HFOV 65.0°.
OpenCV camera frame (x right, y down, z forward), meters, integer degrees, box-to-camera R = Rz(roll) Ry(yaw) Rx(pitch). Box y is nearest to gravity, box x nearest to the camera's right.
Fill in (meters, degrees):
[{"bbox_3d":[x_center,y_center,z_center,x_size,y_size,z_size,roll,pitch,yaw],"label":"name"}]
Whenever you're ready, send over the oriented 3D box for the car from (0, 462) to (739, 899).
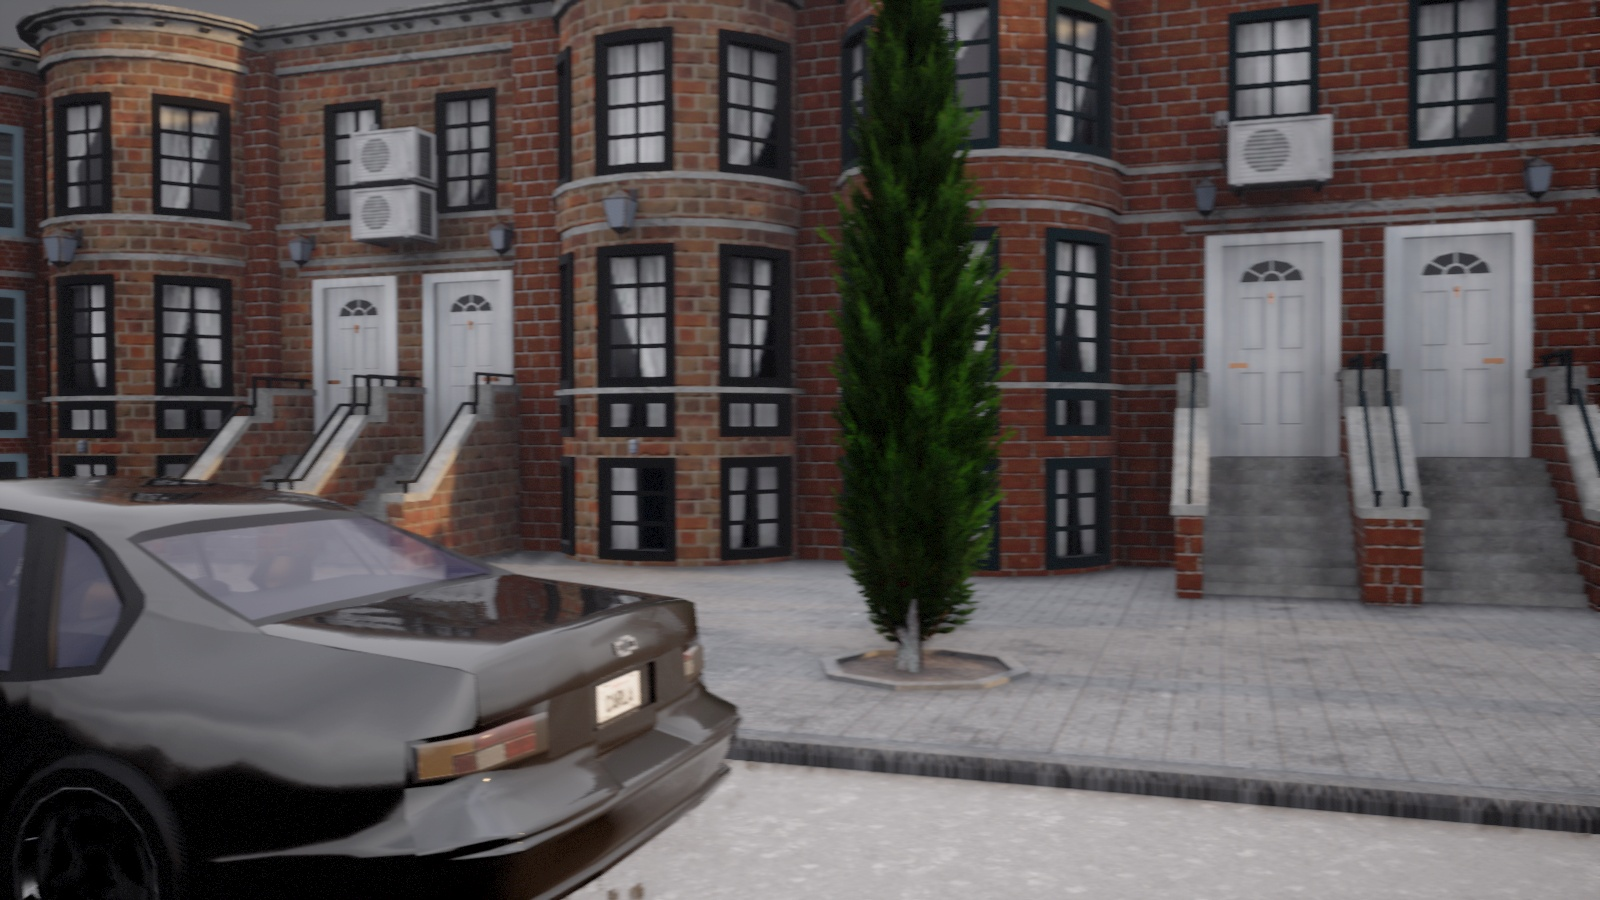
[{"bbox_3d":[-3.101,0.786,4.763,5.357,1.411,2.033,1,1,19],"label":"car"}]
